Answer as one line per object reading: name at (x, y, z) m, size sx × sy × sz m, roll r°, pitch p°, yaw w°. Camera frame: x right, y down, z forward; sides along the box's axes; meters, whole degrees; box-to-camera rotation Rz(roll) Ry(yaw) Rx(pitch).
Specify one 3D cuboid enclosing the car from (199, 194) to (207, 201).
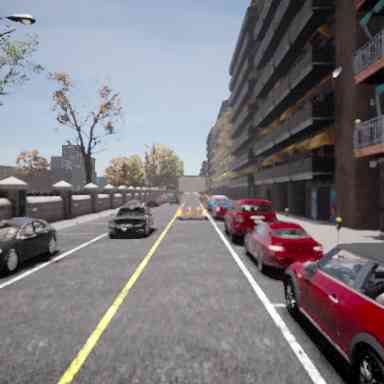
car at (2.709, 1.298, 83.576) m, size 1.967 × 1.590 × 4.097 m, roll 0°, pitch 0°, yaw 0°

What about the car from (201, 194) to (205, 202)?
car at (2.703, 1.436, 49.796) m, size 1.887 × 1.381 × 4.507 m, roll 0°, pitch 0°, yaw 0°

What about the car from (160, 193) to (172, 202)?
car at (-5.674, 1.179, 72.316) m, size 2.192 × 1.841 × 5.009 m, roll 0°, pitch 0°, yaw 0°

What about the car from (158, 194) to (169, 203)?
car at (-5.674, 1.307, 66.685) m, size 1.967 × 1.590 × 4.097 m, roll 0°, pitch 0°, yaw 0°

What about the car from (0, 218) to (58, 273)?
car at (-5.686, 1.523, 10.385) m, size 2.008 × 1.369 × 4.403 m, roll 0°, pitch 0°, yaw 0°

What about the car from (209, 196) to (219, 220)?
car at (2.697, 1.377, 27.273) m, size 1.967 × 1.590 × 4.097 m, roll 0°, pitch 0°, yaw 0°

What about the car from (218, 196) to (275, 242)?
car at (2.695, 1.275, 16.012) m, size 2.192 × 1.841 × 5.009 m, roll 0°, pitch 0°, yaw 0°

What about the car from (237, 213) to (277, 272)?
car at (2.694, 1.554, 10.384) m, size 1.802 × 1.307 × 4.206 m, roll 0°, pitch 0°, yaw 0°

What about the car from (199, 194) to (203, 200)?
car at (2.707, 1.446, 72.314) m, size 1.802 × 1.307 × 4.206 m, roll 0°, pitch 0°, yaw 0°

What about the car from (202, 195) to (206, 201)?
car at (2.701, 1.454, 44.165) m, size 2.008 × 1.369 × 4.403 m, roll 0°, pitch 0°, yaw 0°

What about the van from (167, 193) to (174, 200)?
van at (-5.671, 1.196, 89.208) m, size 1.690 × 1.788 × 3.998 m, roll 0°, pitch 0°, yaw 0°

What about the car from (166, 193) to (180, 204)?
car at (-3.032, 1.378, 58.554) m, size 1.837 × 1.490 × 4.892 m, roll 0°, pitch 0°, yaw 1°

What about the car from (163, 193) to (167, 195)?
car at (-5.676, 1.416, 61.057) m, size 1.887 × 1.381 × 4.507 m, roll 0°, pitch 0°, yaw 0°

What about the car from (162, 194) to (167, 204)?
car at (-5.677, 1.462, 55.429) m, size 1.802 × 1.307 × 4.206 m, roll 0°, pitch 0°, yaw 0°

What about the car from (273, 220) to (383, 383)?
car at (2.693, 1.427, 4.752) m, size 1.967 × 1.590 × 4.097 m, roll 0°, pitch 0°, yaw 0°

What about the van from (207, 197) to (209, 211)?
van at (2.699, 1.266, 32.904) m, size 1.690 × 1.788 × 3.998 m, roll 0°, pitch 0°, yaw 0°

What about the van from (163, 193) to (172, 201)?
van at (-5.672, 1.202, 77.947) m, size 1.690 × 1.788 × 3.998 m, roll 0°, pitch 0°, yaw 0°

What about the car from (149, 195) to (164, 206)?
car at (-5.678, 1.458, 49.799) m, size 1.947 × 1.339 × 4.313 m, roll 0°, pitch 0°, yaw 0°

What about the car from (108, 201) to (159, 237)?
car at (-3.096, 1.461, 17.678) m, size 1.837 × 1.490 × 4.892 m, roll 0°, pitch 0°, yaw 0°

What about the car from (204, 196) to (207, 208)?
car at (2.700, 1.480, 38.535) m, size 1.947 × 1.339 × 4.313 m, roll 0°, pitch 0°, yaw 0°

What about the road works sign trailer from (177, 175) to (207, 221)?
road works sign trailer at (0.006, 0.402, 26.722) m, size 2.380 × 3.560 × 2.880 m, roll 0°, pitch 0°, yaw 0°
